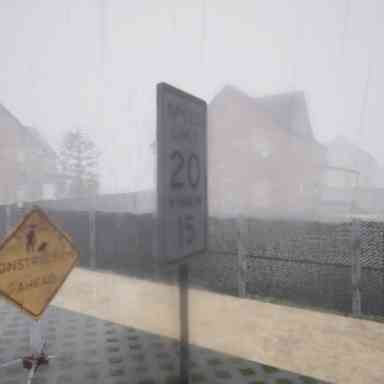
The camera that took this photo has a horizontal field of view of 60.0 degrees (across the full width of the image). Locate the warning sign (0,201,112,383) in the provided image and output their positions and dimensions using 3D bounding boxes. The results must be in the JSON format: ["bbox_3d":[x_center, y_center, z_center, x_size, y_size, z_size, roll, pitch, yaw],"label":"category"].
[{"bbox_3d":[-1.767,1.069,3.740,1.060,1.860,1.300,0,1,31],"label":"warning sign"}]
